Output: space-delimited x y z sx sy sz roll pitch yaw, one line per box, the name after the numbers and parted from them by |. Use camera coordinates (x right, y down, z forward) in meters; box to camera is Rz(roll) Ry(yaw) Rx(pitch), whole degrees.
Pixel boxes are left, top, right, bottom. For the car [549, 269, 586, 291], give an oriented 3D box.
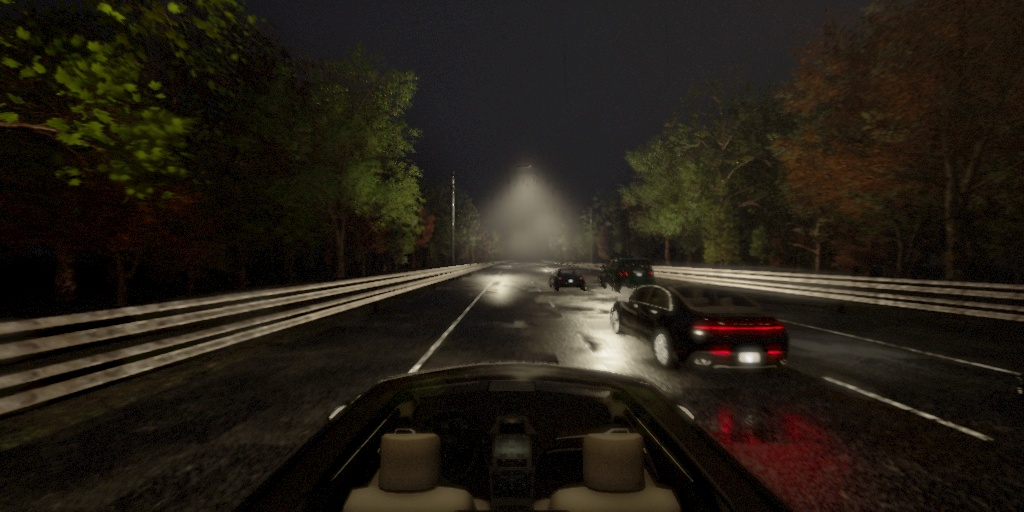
3.598 1.516 23.915 1.994 1.385 4.181 0 -1 0 | car

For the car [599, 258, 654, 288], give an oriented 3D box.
7.097 1.162 22.657 2.150 2.045 5.566 0 -1 0 | car

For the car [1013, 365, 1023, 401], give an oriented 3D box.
7.098 1.246 2.295 2.128 1.511 4.902 0 -1 0 | car

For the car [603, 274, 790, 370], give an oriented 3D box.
3.598 1.311 7.860 1.837 1.490 4.892 0 -1 0 | car
